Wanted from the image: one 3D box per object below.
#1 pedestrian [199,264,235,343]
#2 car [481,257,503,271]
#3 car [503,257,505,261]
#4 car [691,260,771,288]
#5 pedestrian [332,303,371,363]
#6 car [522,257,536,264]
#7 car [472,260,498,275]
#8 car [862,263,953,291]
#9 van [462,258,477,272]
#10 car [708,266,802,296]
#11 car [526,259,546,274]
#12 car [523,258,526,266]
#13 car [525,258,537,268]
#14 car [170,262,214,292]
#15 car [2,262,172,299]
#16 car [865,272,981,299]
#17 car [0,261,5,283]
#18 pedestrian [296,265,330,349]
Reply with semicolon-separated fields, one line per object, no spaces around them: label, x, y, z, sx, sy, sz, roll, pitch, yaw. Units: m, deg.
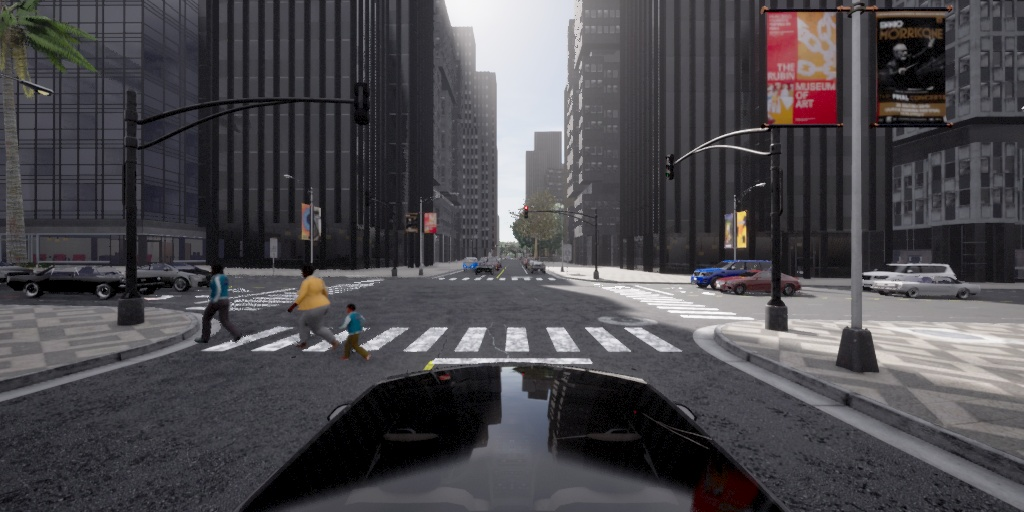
pedestrian;-6.650;1.043;8.087;0.375;1.860;0.375;0;0;0
car;-2.783;1.113;49.283;2.097;1.767;4.553;0;0;1
car;-2.655;1.271;60.900;1.837;1.490;4.892;0;0;1
car;15.533;1.294;24.954;5.566;2.045;2.150;1;0;0
pedestrian;-2.962;1.424;6.756;0.500;1.100;0.500;0;0;0
car;3.160;1.079;58.322;2.192;1.841;5.009;0;0;1
car;-2.890;1.358;39.000;1.895;1.301;4.718;0;0;1
car;27.242;1.511;24.909;5.566;2.045;2.150;1;0;0
van;-5.476;1.101;47.380;1.690;1.789;3.998;0;0;1
car;14.846;1.579;21.713;4.674;1.442;1.812;1;0;0
car;2.993;1.308;41.784;2.007;1.370;4.403;0;0;1
car;3.104;1.312;52.809;2.007;1.370;4.403;0;0;1
car;3.050;1.285;47.467;1.751;1.417;4.829;0;0;1
car;-17.345;1.030;18.398;4.181;1.385;1.994;1;0;0
car;-17.759;1.053;15.148;4.718;1.301;1.895;1;0;0
car;24.827;1.841;21.670;4.718;1.301;1.895;1;0;0
car;-27.280;0.855;18.436;4.181;1.385;1.994;1;0;0
pedestrian;-4.144;1.044;7.477;0.375;1.860;0.375;0;0;0
